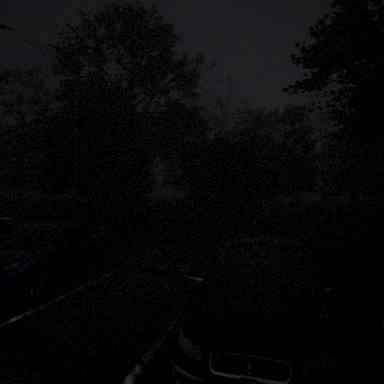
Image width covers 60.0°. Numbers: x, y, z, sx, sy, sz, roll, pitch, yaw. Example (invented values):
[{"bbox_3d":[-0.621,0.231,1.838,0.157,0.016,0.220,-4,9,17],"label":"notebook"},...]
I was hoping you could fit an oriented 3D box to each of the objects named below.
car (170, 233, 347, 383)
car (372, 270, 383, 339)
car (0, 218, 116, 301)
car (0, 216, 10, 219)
[{"bbox_3d":[1.134,1.487,5.306,2.231,1.521,4.892,1,-1,15],"label":"car"},{"bbox_3d":[3.534,1.360,3.550,2.185,1.767,4.553,0,-1,15],"label":"car"},{"bbox_3d":[-3.745,1.518,8.686,2.163,1.488,4.792,0,-1,15],"label":"car"},{"bbox_3d":[-6.184,1.491,10.405,2.097,1.535,5.008,0,-1,14],"label":"car"}]
